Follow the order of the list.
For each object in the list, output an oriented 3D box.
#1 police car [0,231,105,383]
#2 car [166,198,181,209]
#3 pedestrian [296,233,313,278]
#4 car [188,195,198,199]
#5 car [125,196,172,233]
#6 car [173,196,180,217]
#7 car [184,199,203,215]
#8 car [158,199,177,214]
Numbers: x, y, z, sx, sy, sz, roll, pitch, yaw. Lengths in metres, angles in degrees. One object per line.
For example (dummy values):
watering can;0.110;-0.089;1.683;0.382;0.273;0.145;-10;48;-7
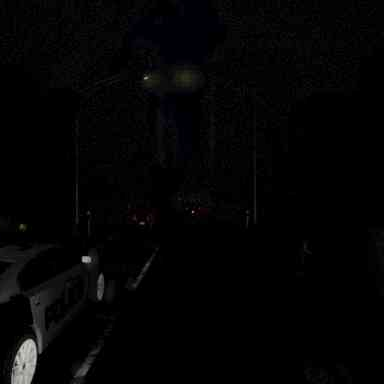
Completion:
police car;-2.745;1.427;5.151;1.930;1.638;5.238;0;0;0
car;-2.596;1.629;48.022;2.008;1.369;4.403;0;0;0
pedestrian;2.729;1.525;8.156;0.500;1.100;0.500;0;0;0
car;0.102;1.546;44.538;1.882;1.535;5.008;0;0;0
car;-2.616;1.330;19.952;2.192;1.841;5.009;0;0;0
car;-2.608;1.350;31.180;2.192;1.841;5.009;0;0;0
car;0.121;1.643;34.598;1.895;1.301;4.718;0;0;0
car;-2.605;1.573;36.624;1.752;1.417;4.829;0;0;0
